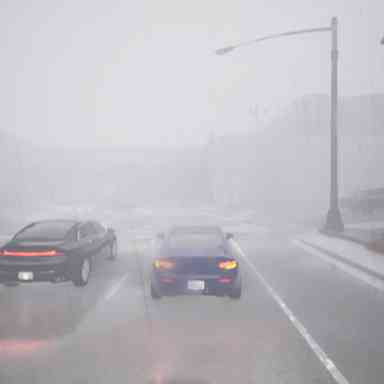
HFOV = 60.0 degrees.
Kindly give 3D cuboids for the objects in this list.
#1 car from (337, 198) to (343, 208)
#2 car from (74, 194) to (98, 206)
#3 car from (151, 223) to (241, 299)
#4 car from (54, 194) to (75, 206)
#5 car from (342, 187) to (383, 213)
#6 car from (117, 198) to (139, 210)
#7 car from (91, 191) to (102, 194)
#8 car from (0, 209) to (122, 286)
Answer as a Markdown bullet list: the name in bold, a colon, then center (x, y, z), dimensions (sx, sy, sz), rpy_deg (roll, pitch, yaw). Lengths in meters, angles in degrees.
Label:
- **car**: center (14.755, 0.475, 28.393), dimensions (4.674, 1.442, 1.812), rpy_deg (-9, 0, 0)
- **car**: center (-14.765, 1.348, 47.573), dimensions (1.895, 1.301, 4.718), rpy_deg (0, 0, -1)
- **car**: center (0.091, 1.481, 8.228), dimensions (1.812, 1.442, 4.674), rpy_deg (0, 0, 0)
- **car**: center (-18.282, 1.095, 48.484), dimensions (2.097, 1.767, 4.553), rpy_deg (0, 0, -1)
- **car**: center (14.148, 0.411, 24.787), dimensions (4.553, 1.767, 2.097), rpy_deg (-8, 0, 1)
- **car**: center (-7.289, 1.362, 37.979), dimensions (1.994, 1.385, 4.181), rpy_deg (0, 0, -2)
- **car**: center (-18.590, 0.877, 64.727), dimensions (2.150, 2.045, 5.566), rpy_deg (0, 0, -1)
- **car**: center (-3.399, 1.455, 9.241), dimensions (1.837, 1.490, 4.892), rpy_deg (0, 0, 0)
